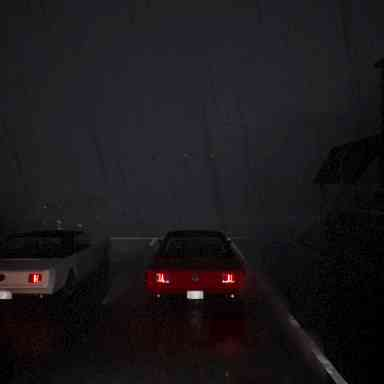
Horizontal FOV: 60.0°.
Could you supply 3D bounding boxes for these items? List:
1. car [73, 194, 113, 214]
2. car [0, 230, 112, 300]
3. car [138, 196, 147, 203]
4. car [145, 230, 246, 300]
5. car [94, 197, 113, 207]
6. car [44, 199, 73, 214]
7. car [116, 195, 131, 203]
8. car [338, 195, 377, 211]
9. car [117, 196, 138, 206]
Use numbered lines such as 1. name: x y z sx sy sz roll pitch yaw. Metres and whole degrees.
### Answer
1. car: -10.606 1.222 36.143 2.150 2.045 5.566 0 0 0
2. car: -3.424 1.601 8.305 1.895 1.301 4.718 0 0 0
3. car: -10.508 1.524 69.097 1.812 1.442 4.674 0 0 0
4. car: 0.077 1.601 8.323 1.895 1.301 4.718 0 0 0
5. car: -14.093 1.564 53.263 1.994 1.385 4.181 0 0 0
6. car: -14.103 1.506 35.565 1.837 1.490 4.892 0 0 0
7. car: -14.008 1.492 68.020 2.128 1.511 4.902 0 0 0
8. car: 14.158 1.057 28.512 4.181 1.385 1.994 -14 0 -1
9. car: -10.594 1.547 53.856 2.033 1.411 5.357 0 0 0
